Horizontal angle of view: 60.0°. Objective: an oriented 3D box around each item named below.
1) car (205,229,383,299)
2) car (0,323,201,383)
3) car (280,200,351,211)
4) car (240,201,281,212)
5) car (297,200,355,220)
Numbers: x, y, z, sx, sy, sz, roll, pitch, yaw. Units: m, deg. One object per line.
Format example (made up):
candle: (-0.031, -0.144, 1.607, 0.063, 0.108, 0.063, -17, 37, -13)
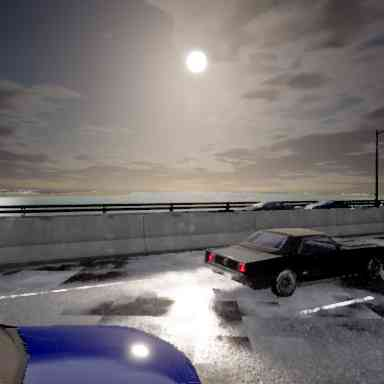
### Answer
car: (2.795, 1.602, 8.402, 4.718, 1.301, 1.895, 0, 0, -26)
car: (-2.129, 1.525, 2.028, 4.674, 1.442, 1.812, 0, 0, -27)
car: (8.789, 1.529, 23.315, 4.674, 1.442, 1.812, 0, 0, -26)
car: (6.892, 1.551, 30.185, 5.357, 1.411, 2.033, 0, 0, -26)
car: (11.532, 1.509, 28.564, 4.892, 1.490, 1.837, 0, 0, -26)
